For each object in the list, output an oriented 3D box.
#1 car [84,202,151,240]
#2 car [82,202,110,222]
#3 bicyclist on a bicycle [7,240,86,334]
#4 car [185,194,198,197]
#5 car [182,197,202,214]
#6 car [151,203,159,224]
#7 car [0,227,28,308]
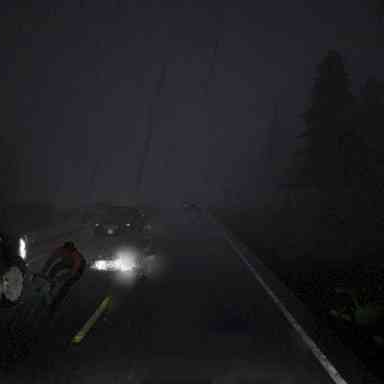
[{"bbox_3d":[-3.615,1.493,17.166,2.128,1.511,4.902,0,0,0],"label":"car"},{"bbox_3d":[-6.506,1.455,23.996,1.816,1.474,4.193,6,0,-2],"label":"car"},{"bbox_3d":[-2.286,1.506,5.643,0.582,1.620,1.656,30,10,12],"label":"bicyclist on a bicycle"},{"bbox_3d":[-0.045,1.221,44.988,2.150,2.045,5.566,0,0,0],"label":"car"},{"bbox_3d":[0.018,1.526,35.050,1.812,1.442,4.674,0,0,0],"label":"car"},{"bbox_3d":[-3.536,1.526,24.888,1.812,1.442,4.674,0,0,0],"label":"car"},{"bbox_3d":[-3.591,1.270,3.696,1.837,1.490,4.892,-3,7,-3],"label":"car"}]
